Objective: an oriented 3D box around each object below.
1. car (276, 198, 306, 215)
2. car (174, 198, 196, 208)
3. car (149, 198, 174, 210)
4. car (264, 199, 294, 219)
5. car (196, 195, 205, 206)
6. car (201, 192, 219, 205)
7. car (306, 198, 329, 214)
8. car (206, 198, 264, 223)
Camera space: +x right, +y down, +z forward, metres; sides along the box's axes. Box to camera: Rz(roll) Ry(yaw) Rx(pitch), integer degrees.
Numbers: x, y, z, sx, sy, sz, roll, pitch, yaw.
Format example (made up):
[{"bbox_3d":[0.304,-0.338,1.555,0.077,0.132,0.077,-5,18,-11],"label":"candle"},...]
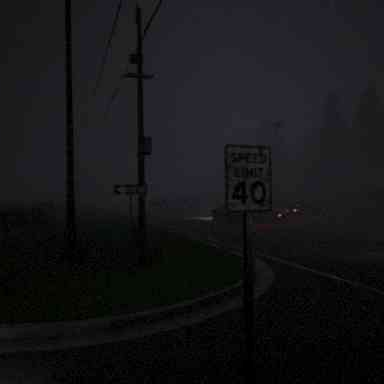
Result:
[{"bbox_3d":[8.063,1.351,31.111,1.837,1.490,4.892,-1,0,-21],"label":"car"},{"bbox_3d":[-1.770,1.497,46.696,2.033,1.411,5.357,-1,0,-21],"label":"car"},{"bbox_3d":[-4.318,1.465,43.593,1.882,1.535,5.008,-1,0,-21],"label":"car"},{"bbox_3d":[5.819,1.482,27.237,1.895,1.301,4.718,-1,0,-21],"label":"car"},{"bbox_3d":[-0.132,1.522,52.129,1.895,1.301,4.718,-1,0,-21],"label":"car"},{"bbox_3d":[2.583,1.103,54.789,2.150,2.045,5.566,-1,0,-21],"label":"car"},{"bbox_3d":[11.191,1.295,32.720,2.128,1.511,4.902,-1,0,-21],"label":"car"},{"bbox_3d":[3.052,1.446,24.697,1.812,1.442,4.674,-1,0,-21],"label":"car"}]
